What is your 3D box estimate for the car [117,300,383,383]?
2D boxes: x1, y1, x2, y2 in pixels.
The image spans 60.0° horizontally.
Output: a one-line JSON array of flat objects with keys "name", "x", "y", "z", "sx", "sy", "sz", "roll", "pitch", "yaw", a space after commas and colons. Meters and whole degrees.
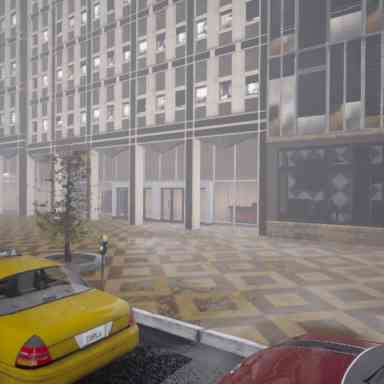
[{"name": "car", "x": 1.820, "y": 1.440, "z": 1.566, "sx": 4.097, "sy": 1.590, "sz": 1.967, "roll": 0, "pitch": 1, "yaw": 36}]

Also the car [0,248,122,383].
[{"name": "car", "x": -2.944, "y": 1.524, "z": 4.967, "sx": 4.829, "sy": 1.417, "sz": 1.752, "roll": 0, "pitch": 1, "yaw": 36}]
